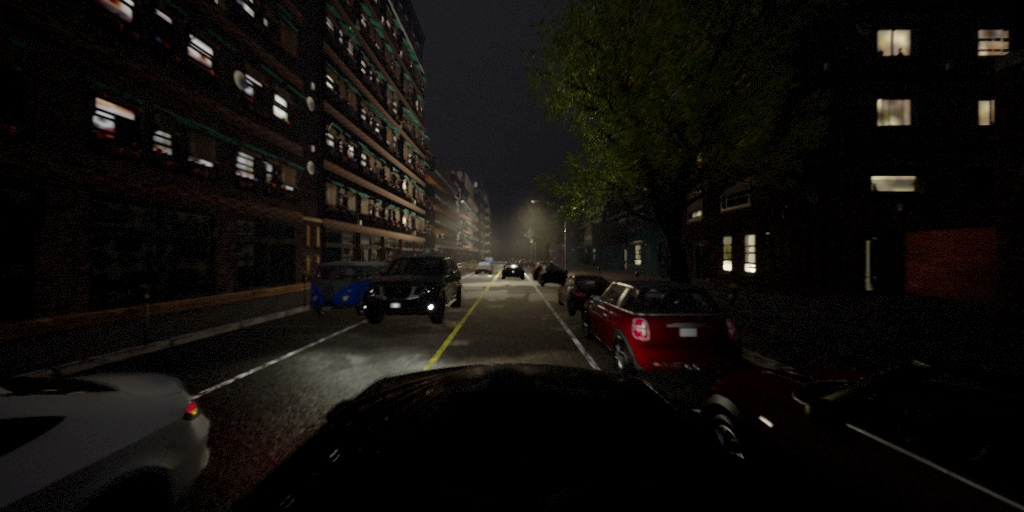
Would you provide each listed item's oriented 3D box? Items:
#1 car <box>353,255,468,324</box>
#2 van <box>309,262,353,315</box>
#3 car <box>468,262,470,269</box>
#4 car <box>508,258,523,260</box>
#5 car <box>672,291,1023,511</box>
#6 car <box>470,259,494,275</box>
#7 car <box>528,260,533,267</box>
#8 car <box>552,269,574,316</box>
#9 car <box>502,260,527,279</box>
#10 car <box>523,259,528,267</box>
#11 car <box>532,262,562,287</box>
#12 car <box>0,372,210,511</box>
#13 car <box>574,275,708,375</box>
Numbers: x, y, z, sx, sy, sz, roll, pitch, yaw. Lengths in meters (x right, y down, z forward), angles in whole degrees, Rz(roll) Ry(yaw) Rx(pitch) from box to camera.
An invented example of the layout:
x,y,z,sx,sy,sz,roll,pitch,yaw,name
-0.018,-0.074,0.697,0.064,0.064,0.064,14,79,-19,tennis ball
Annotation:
x,y,z,sx,sy,sz,roll,pitch,yaw,name
-3.092,0.970,12.399,2.150,2.045,5.566,0,0,1,car
-5.692,1.089,13.102,1.690,1.789,3.998,0,0,0,van
-5.694,1.310,35.889,2.007,1.370,4.403,0,0,0,car
0.095,1.125,49.670,2.097,1.767,4.553,0,0,0,car
2.690,1.190,1.708,1.967,1.591,4.097,0,0,0,car
-3.011,1.310,39.597,2.033,1.411,5.357,0,0,0,car
2.687,1.194,30.191,1.967,1.591,4.097,0,0,0,car
2.689,1.330,13.102,1.802,1.307,4.207,0,0,0,car
0.097,1.321,32.579,1.994,1.385,4.181,0,0,0,car
2.684,1.334,58.675,2.007,1.370,4.403,0,0,0,car
2.688,1.302,24.495,2.007,1.370,4.403,0,0,0,car
-3.099,1.276,0.713,1.812,1.442,4.674,0,0,0,car
2.689,1.188,7.404,1.967,1.591,4.097,0,0,0,car
